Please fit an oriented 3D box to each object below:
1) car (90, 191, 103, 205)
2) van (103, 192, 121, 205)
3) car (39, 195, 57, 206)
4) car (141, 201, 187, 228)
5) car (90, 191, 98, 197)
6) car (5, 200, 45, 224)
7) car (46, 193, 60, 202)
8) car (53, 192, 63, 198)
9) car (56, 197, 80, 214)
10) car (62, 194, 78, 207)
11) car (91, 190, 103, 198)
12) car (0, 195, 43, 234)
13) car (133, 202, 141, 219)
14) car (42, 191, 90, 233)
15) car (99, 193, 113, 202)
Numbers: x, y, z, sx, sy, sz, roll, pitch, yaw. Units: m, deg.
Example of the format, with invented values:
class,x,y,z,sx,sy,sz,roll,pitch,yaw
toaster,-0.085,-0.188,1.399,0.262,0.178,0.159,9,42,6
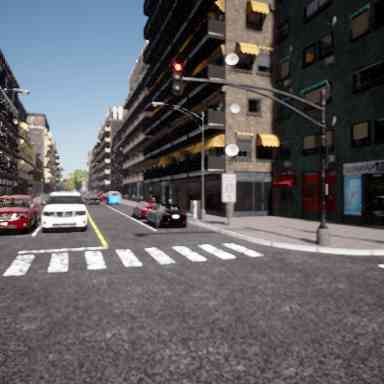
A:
class,x,y,z,sx,sy,sz,roll,pitch,yaw
car,-13.998,0.999,46.941,2.128,1.511,4.902,0,1,-20
van,-11.052,0.868,46.740,1.690,1.788,3.998,1,0,-20
car,-18.952,1.073,43.936,1.947,1.339,4.313,1,0,-20
car,-1.610,1.391,20.537,1.947,1.339,4.313,1,0,-20
car,-26.225,0.576,88.825,1.752,1.417,4.829,1,0,-20
car,-11.395,1.291,22.974,1.887,1.381,4.507,1,0,-20
car,-22.731,0.954,54.417,1.947,1.339,4.313,1,0,-20
car,-30.287,0.695,75.380,1.887,1.381,4.507,1,0,-20
car,-11.622,1.230,31.351,1.994,1.385,4.181,0,1,-20
car,-15.838,1.037,43.139,1.837,1.490,4.892,0,1,-19
car,-22.385,0.485,78.183,2.192,1.841,5.009,1,0,-20
car,-9.501,1.121,17.732,2.192,1.841,5.009,1,0,-20
car,-3.499,1.347,25.778,1.802,1.307,4.206,1,0,-20
car,-7.151,1.028,18.818,2.150,2.045,5.566,0,1,-20
car,-14.833,0.952,57.222,1.887,1.381,4.507,1,0,-20
